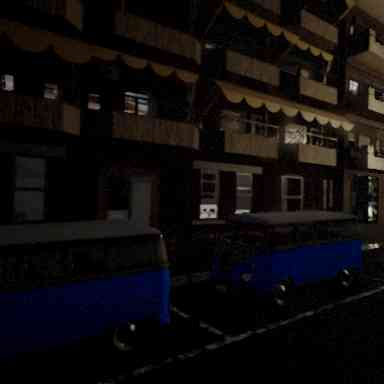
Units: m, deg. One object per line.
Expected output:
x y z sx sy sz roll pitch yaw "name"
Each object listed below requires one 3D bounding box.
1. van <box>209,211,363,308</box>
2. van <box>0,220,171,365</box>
2.280 1.360 7.702 3.998 1.788 1.690 0 1 -36 "van"
-2.221 1.343 4.486 3.998 1.788 1.690 0 1 -36 "van"
